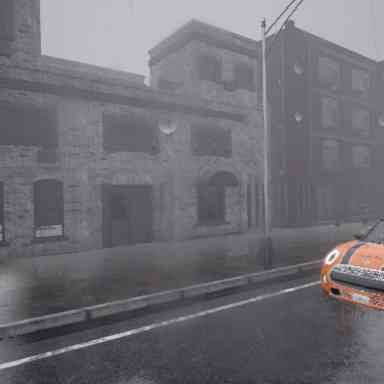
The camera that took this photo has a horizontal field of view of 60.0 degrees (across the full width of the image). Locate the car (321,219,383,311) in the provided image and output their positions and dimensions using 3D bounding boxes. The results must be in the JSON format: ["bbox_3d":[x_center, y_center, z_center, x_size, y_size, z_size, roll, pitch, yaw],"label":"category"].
[{"bbox_3d":[4.904,1.351,7.367,4.553,1.767,2.097,0,0,-36],"label":"car"}]
